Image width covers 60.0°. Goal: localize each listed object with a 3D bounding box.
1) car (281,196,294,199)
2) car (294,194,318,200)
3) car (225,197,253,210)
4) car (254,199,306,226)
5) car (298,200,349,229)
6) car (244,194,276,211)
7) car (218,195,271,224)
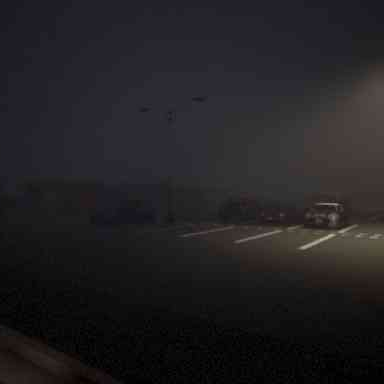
[{"bbox_3d":[16.001,1.427,55.022,1.970,1.475,3.806,0,0,36],"label":"car"},{"bbox_3d":[18.340,1.192,53.314,1.905,1.878,3.866,0,0,36],"label":"car"},{"bbox_3d":[5.773,1.396,40.862,1.784,1.438,3.905,0,0,36],"label":"car"},{"bbox_3d":[5.947,1.410,22.124,1.784,1.438,3.905,0,0,36],"label":"car"},{"bbox_3d":[8.291,1.445,20.426,1.970,1.475,3.806,0,0,36],"label":"car"},{"bbox_3d":[8.081,1.189,39.112,1.932,1.855,4.605,0,0,36],"label":"car"},{"bbox_3d":[3.744,1.196,23.657,1.932,1.855,4.605,0,0,36],"label":"car"}]
